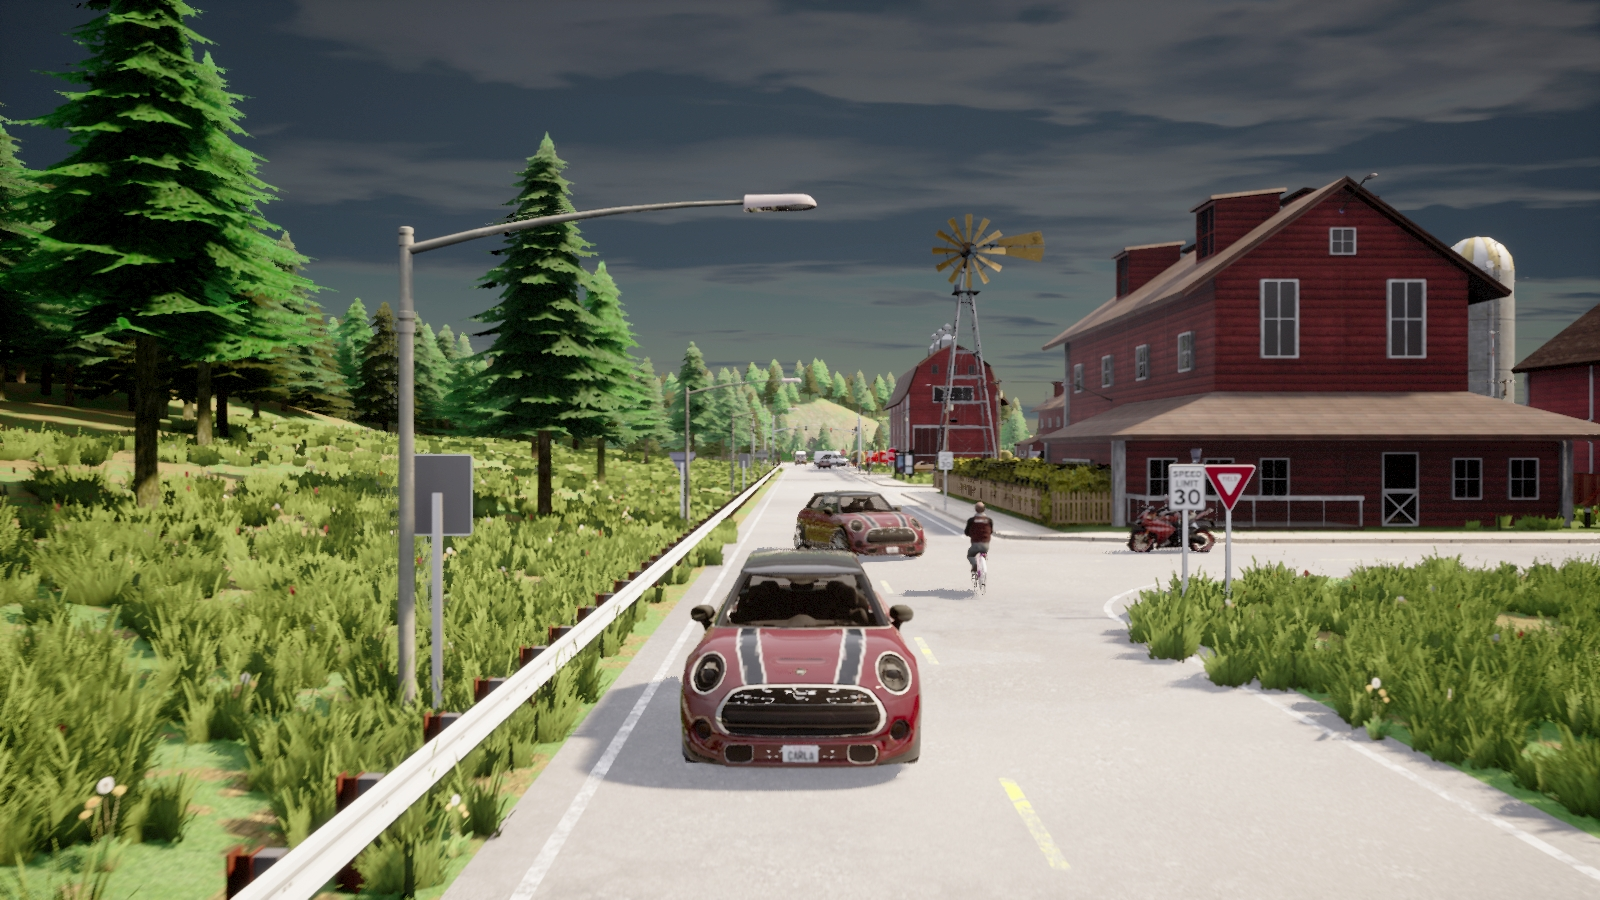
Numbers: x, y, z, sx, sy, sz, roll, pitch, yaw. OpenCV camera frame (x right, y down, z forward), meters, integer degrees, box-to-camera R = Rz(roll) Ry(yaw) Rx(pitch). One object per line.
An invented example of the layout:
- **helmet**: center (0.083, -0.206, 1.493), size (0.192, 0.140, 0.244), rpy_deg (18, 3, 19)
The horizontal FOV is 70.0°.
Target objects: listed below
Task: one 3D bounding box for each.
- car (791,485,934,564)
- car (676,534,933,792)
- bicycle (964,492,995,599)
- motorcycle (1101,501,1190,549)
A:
- **car**: center (1.532, 1.863, 29.923), size (2.097, 1.767, 4.553), rpy_deg (0, 0, -20)
- **car**: center (0.052, 1.905, 11.609), size (2.097, 1.767, 4.553), rpy_deg (0, 0, 0)
- **bicycle**: center (3.486, 1.811, 22.269), size (0.329, 1.919, 1.835), rpy_deg (0, 0, 0)
- **motorcycle**: center (9.550, 2.064, 31.628), size (2.209, 1.251, 0.867), rpy_deg (0, 0, 0)
